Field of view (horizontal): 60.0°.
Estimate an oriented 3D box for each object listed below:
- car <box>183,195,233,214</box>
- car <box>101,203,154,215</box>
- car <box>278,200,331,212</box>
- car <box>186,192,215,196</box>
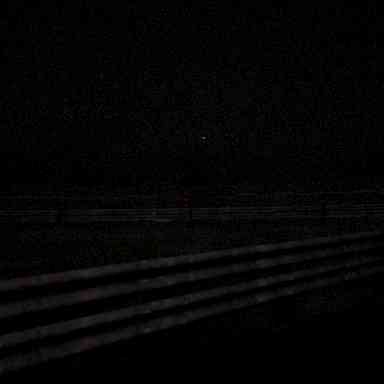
[{"bbox_3d":[1.684,1.412,34.418,4.892,1.490,1.837,-1,1,2],"label":"car"},{"bbox_3d":[-6.032,1.823,31.126,4.892,1.490,1.837,-1,1,2],"label":"car"},{"bbox_3d":[10.350,1.502,30.690,4.674,1.442,1.812,-1,1,2],"label":"car"},{"bbox_3d":[1.800,1.063,37.909,5.566,2.045,2.150,-1,1,2],"label":"car"}]
